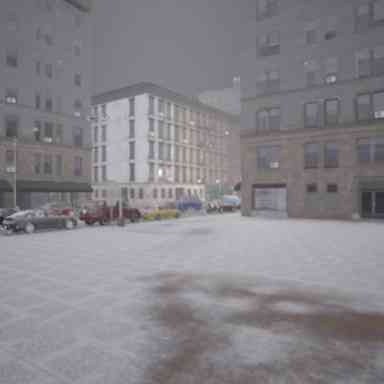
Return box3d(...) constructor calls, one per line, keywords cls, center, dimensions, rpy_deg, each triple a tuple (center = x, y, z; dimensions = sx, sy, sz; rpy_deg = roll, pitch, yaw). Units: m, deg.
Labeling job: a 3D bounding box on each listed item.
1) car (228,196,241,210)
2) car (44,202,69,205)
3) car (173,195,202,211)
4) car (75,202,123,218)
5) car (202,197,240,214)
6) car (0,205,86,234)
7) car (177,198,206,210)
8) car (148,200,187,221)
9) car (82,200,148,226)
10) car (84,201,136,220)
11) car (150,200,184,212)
box3d(cls="car", center=(6.500, 1.644, 42.607), dimensions=(1.967, 1.590, 4.097), rpy_deg=(0, 0, 36))
box3d(cls="car", center=(-12.611, 1.671, 29.671), dimensions=(1.967, 1.590, 4.097), rpy_deg=(0, 0, 36))
box3d(cls="car", center=(-0.959, 1.448, 41.578), dimensions=(2.150, 2.045, 5.566), rpy_deg=(0, 0, 36))
box3d(cls="car", center=(-9.464, 1.783, 34.072), dimensions=(2.008, 1.369, 4.403), rpy_deg=(0, 0, 36))
box3d(cls="car", center=(3.355, 1.643, 38.207), dimensions=(1.967, 1.590, 4.097), rpy_deg=(0, 0, 36))
box3d(cls="car", center=(-9.227, 1.748, 20.603), dimensions=(2.008, 1.369, 4.403), rpy_deg=(0, 0, 36))
box3d(cls="car", center=(-0.029, 1.677, 47.274), dimensions=(1.967, 1.590, 4.097), rpy_deg=(0, 0, 36))
box3d(cls="car", center=(-2.837, 1.725, 29.543), dimensions=(1.752, 1.417, 4.829), rpy_deg=(0, 0, 36))
box3d(cls="car", center=(-6.082, 1.513, 25.005), dimensions=(2.192, 1.841, 5.009), rpy_deg=(0, 0, 36))
box3d(cls="car", center=(-7.798, 1.727, 32.044), dimensions=(1.837, 1.490, 4.892), rpy_deg=(0, 0, 36))
box3d(cls="car", center=(-3.174, 1.780, 42.873), dimensions=(1.887, 1.381, 4.507), rpy_deg=(0, 0, 36))
